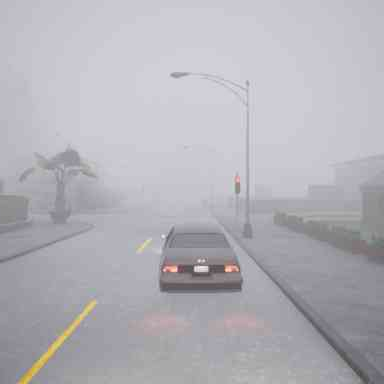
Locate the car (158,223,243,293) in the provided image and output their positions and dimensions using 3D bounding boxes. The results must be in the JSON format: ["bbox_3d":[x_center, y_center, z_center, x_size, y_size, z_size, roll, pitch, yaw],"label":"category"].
[{"bbox_3d":[0.114,1.547,8.989,2.033,1.411,5.357,0,0,-2],"label":"car"}]

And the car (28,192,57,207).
[{"bbox_3d":[-19.758,0.985,43.904,1.905,1.878,3.866,0,0,35],"label":"car"}]
